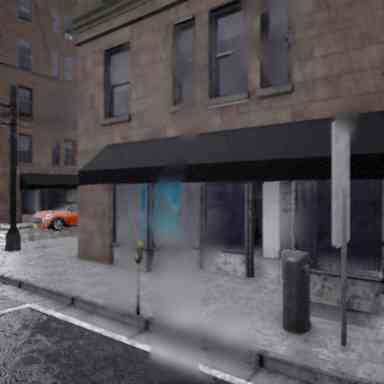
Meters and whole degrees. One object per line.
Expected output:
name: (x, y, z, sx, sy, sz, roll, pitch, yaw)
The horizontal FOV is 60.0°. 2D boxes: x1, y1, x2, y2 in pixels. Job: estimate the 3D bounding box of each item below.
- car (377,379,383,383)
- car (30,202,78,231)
car: (2.520, 1.440, 1.011, 4.097, 1.590, 1.967, 0, 0, 36)
car: (-7.966, 1.445, 21.552, 2.097, 1.767, 4.553, 0, 0, 36)
